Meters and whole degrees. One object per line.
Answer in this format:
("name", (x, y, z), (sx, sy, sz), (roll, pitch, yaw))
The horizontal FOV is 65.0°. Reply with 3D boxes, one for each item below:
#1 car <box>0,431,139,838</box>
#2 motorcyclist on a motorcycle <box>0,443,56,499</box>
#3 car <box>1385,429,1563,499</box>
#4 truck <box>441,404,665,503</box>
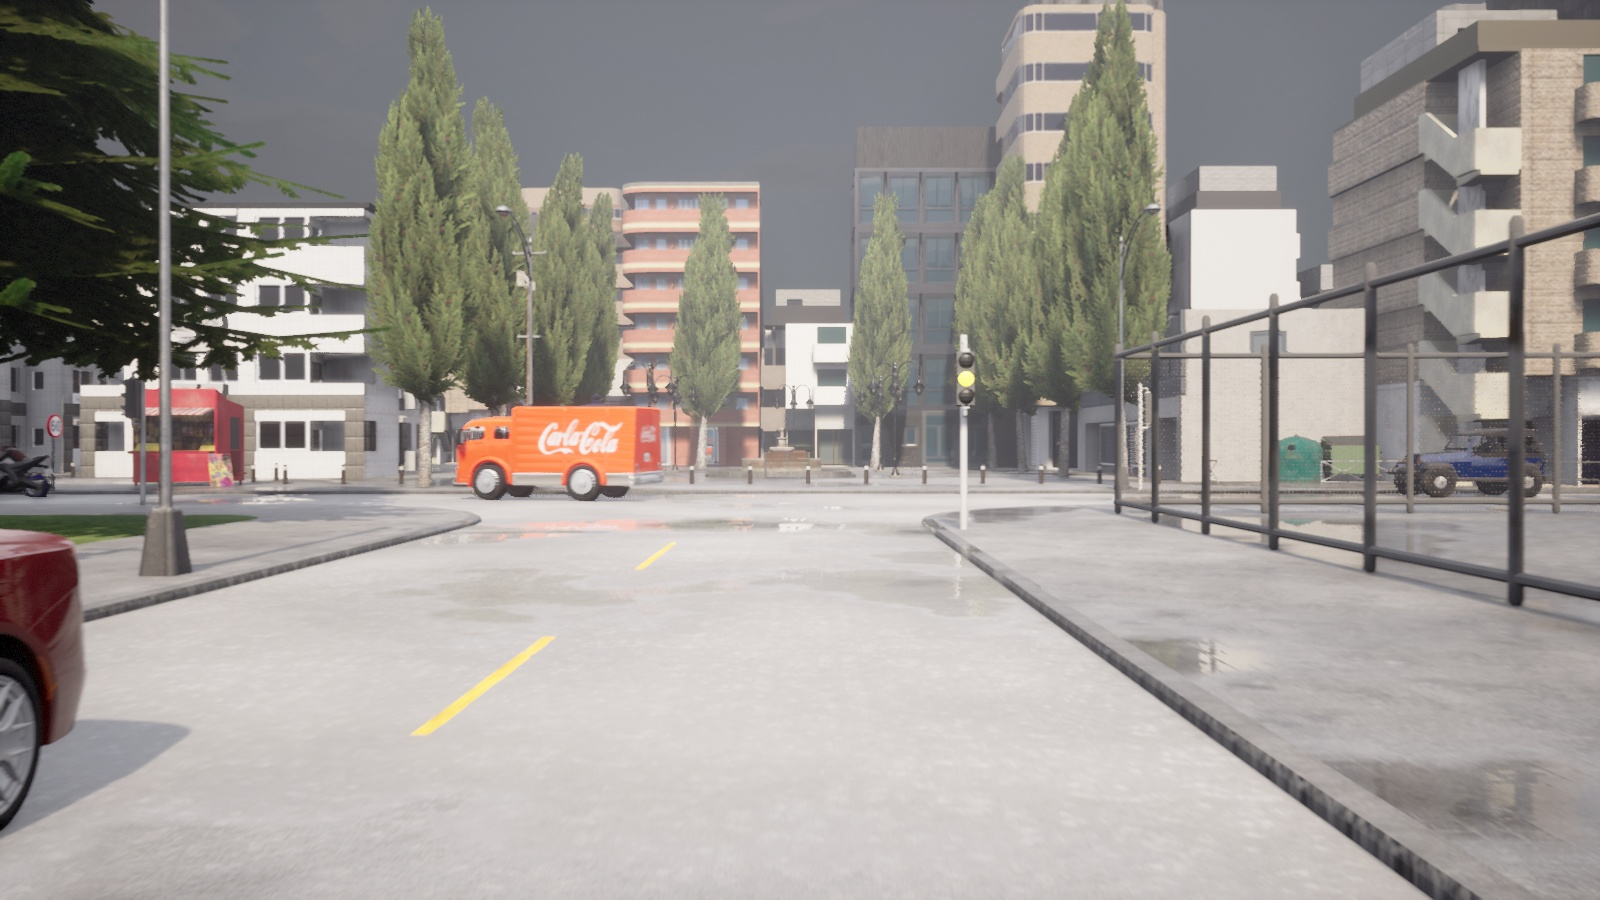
("car", (-3.967, 0.703, 3.218), (1.882, 1.535, 5.008), (0, 0, 0))
("motorcyclist on a motorcycle", (-21.871, 0.569, 34.630), (2.191, 1.530, 0.866), (0, 0, 0))
("car", (18.413, 0.363, 34.442), (3.866, 1.878, 1.905), (0, 0, 0))
("truck", (-6.482, 0.067, 33.259), (5.204, 2.467, 2.627), (0, 1, 12))
